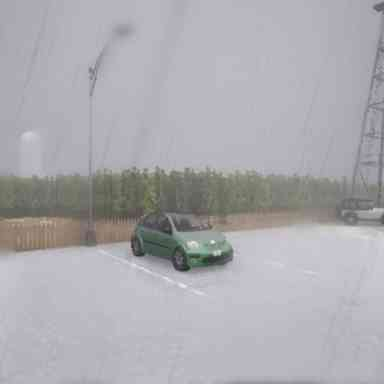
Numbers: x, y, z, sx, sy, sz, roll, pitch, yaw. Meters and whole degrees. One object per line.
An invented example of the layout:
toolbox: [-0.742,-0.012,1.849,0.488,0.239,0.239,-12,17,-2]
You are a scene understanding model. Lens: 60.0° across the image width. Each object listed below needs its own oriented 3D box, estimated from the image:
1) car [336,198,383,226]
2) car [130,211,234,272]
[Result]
car: [11.893,1.355,22.668,3.866,1.878,1.905,0,0,23]
car: [-0.453,1.481,10.968,1.851,1.617,3.988,0,0,-36]
